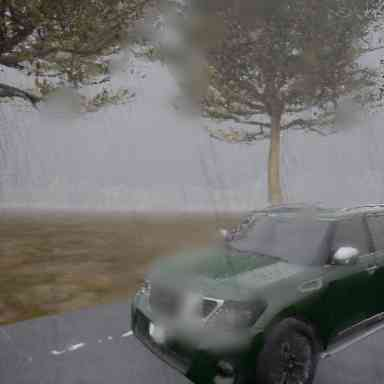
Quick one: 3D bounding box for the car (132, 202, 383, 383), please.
[{"bbox_3d":[1.857,1.221,5.315,5.566,2.045,2.150,0,0,-35],"label":"car"}]
